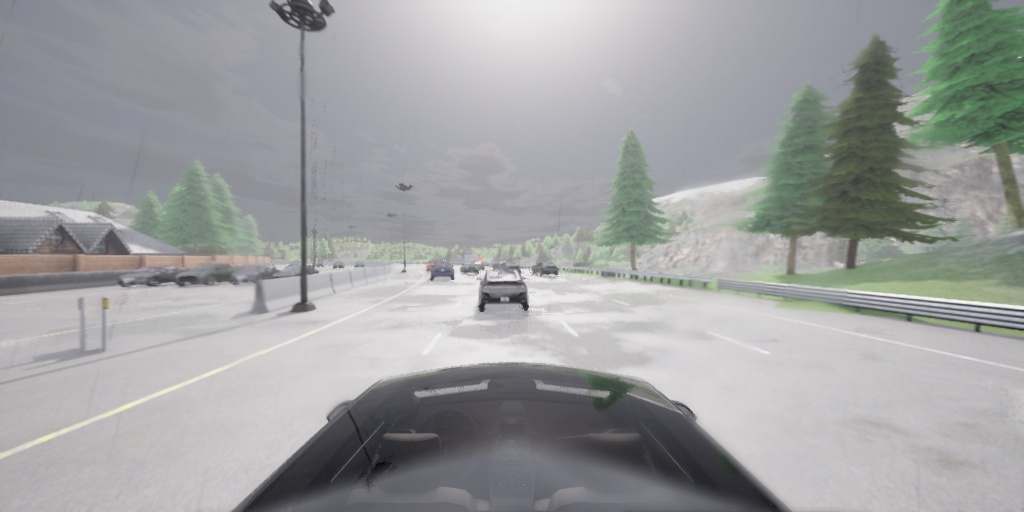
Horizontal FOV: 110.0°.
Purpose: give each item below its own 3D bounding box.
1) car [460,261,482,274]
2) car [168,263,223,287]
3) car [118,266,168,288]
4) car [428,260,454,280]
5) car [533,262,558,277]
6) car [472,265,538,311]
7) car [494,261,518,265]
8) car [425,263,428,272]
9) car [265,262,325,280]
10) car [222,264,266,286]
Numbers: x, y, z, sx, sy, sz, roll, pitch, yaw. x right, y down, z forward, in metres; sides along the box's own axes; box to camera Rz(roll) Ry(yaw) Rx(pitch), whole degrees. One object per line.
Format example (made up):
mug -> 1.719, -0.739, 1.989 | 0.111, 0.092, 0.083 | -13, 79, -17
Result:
car -> -5.306, 1.551, 44.405 | 1.895, 1.301, 4.718 | 0, 0, -14
car -> -23.462, 1.375, 27.710 | 2.097, 1.767, 4.553 | 0, 0, -10
car -> -26.892, 1.537, 27.081 | 2.128, 1.511, 4.902 | 0, 0, -10
car -> -6.652, 1.273, 34.220 | 2.097, 1.767, 4.553 | 0, 0, -12
car -> 3.431, 1.367, 37.914 | 1.837, 1.490, 4.892 | 0, 0, -12
car -> -0.436, 1.295, 14.861 | 2.128, 1.511, 4.902 | 0, 0, -4
car -> -0.377, 1.399, 38.847 | 1.837, 1.490, 4.892 | 0, 0, -13
car -> -11.643, 1.382, 53.213 | 2.097, 1.767, 4.553 | 0, 0, -18
car -> -16.282, 1.445, 27.283 | 1.882, 1.535, 5.008 | 0, -1, -10
car -> -20.021, 1.492, 28.347 | 2.128, 1.511, 4.902 | 0, 0, -10
